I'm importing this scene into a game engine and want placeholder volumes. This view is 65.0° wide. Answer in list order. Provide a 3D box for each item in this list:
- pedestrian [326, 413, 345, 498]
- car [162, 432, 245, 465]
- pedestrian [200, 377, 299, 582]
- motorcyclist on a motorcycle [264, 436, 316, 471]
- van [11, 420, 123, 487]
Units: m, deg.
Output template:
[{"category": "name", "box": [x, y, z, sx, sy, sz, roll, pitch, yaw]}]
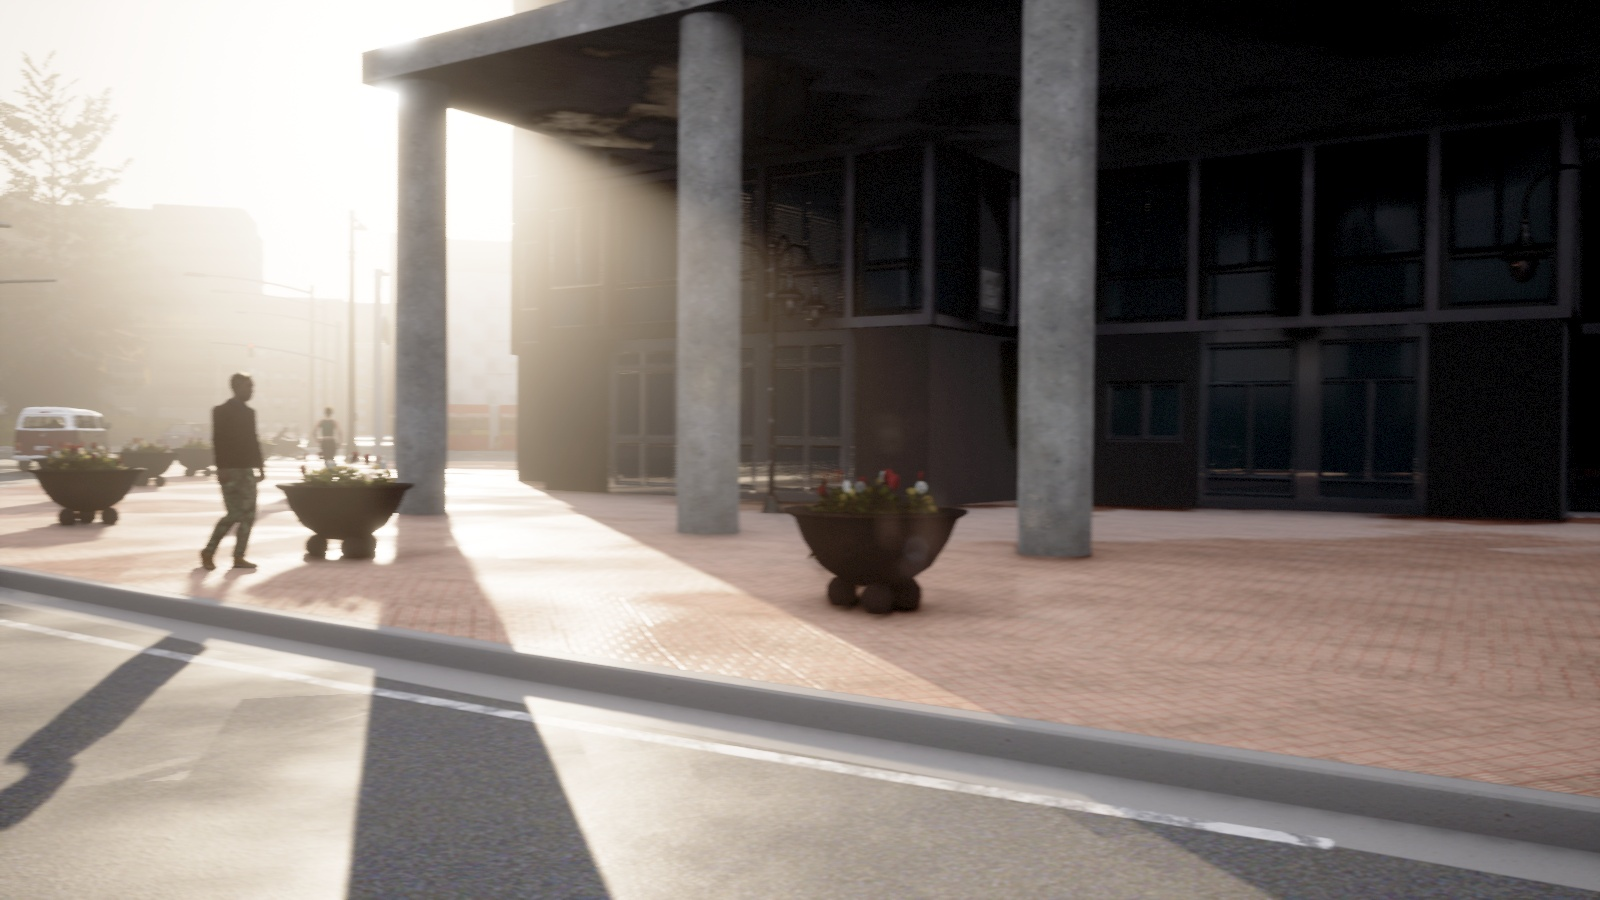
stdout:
[{"category": "pedestrian", "box": [-10.143, 0.106, 27.420, 0.345, 1.836, 0.594, -1, 1, -23]}, {"category": "car", "box": [-32.709, -0.108, 69.001, 2.097, 1.767, 4.553, 0, 1, 5]}, {"category": "pedestrian", "box": [-5.062, 0.262, 11.549, 0.703, 1.840, 0.431, 0, 1, 19]}, {"category": "motorcyclist on a motorcycle", "box": [-22.696, 0.133, 55.947, 2.044, 1.523, 0.797, -1, 1, -16]}, {"category": "van", "box": [-23.618, 0.077, 40.652, 2.069, 2.038, 4.480, -1, 1, -16]}]
